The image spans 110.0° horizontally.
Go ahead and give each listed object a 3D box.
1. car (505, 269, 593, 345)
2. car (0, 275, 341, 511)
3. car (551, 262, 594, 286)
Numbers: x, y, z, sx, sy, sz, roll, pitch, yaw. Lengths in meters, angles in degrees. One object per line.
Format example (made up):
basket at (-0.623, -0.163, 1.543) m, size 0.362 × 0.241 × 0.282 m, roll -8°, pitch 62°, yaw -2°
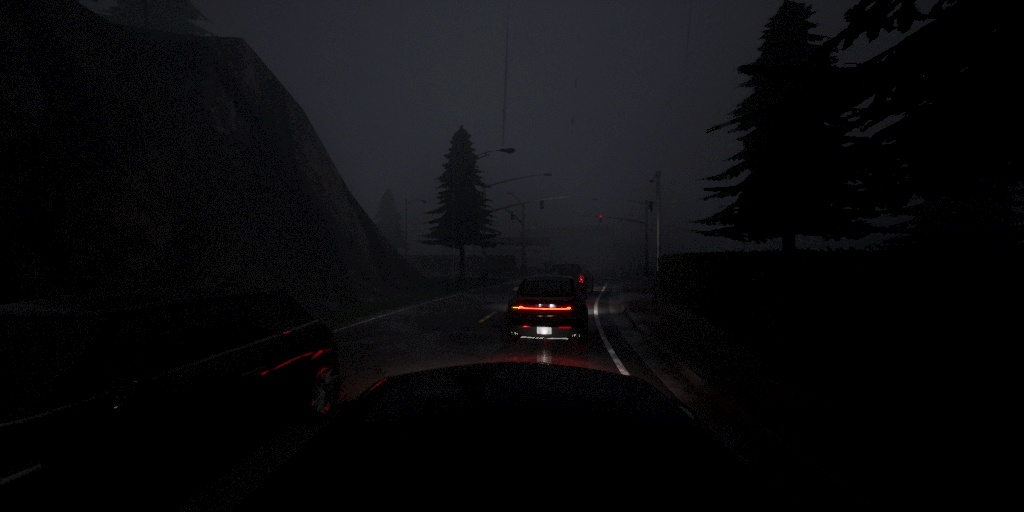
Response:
car at (1.019, 1.255, 9.614) m, size 1.837 × 1.490 × 4.892 m, roll 0°, pitch 0°, yaw 9°
car at (-3.368, 1.102, 2.769) m, size 2.097 × 1.767 × 4.553 m, roll 0°, pitch 0°, yaw 3°
car at (3.019, 1.102, 18.535) m, size 2.097 × 1.767 × 4.553 m, roll 0°, pitch 0°, yaw 17°
